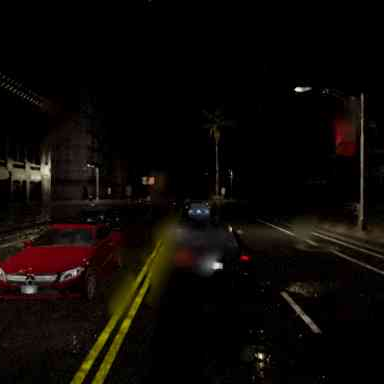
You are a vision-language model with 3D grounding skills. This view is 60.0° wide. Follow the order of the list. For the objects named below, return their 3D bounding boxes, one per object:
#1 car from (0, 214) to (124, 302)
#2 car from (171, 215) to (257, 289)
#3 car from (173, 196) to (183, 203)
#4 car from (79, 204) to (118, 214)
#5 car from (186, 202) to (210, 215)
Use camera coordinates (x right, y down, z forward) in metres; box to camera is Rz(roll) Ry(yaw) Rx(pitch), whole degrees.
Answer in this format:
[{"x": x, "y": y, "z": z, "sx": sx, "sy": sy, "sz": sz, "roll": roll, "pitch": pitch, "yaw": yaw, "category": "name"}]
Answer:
[{"x": -2.955, "y": 1.508, "z": 8.365, "sx": 1.812, "sy": 1.442, "sz": 4.674, "roll": 0, "pitch": 0, "yaw": 0, "category": "car"}, {"x": 0.496, "y": 1.546, "z": 9.110, "sx": 1.994, "sy": 1.385, "sz": 4.181, "roll": 0, "pitch": 0, "yaw": 0, "category": "car"}, {"x": -2.809, "y": 1.430, "z": 65.643, "sx": 1.812, "sy": 1.442, "sz": 4.674, "roll": 0, "pitch": 0, "yaw": -2, "category": "car"}, {"x": -6.195, "y": 1.521, "z": 21.970, "sx": 1.994, "sy": 1.385, "sz": 4.181, "roll": 0, "pitch": 0, "yaw": 0, "category": "car"}, {"x": 0.509, "y": 1.498, "z": 26.891, "sx": 2.033, "sy": 1.411, "sz": 5.357, "roll": 0, "pitch": 0, "yaw": 0, "category": "car"}]
